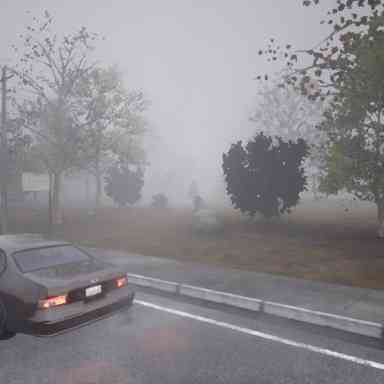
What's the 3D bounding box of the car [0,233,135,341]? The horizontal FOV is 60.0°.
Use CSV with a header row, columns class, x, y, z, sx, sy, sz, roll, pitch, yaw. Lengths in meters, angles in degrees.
class,x,y,z,sx,sy,sz,roll,pitch,yaw
car,-3.543,1.547,6.511,5.357,1.411,2.033,0,0,35
